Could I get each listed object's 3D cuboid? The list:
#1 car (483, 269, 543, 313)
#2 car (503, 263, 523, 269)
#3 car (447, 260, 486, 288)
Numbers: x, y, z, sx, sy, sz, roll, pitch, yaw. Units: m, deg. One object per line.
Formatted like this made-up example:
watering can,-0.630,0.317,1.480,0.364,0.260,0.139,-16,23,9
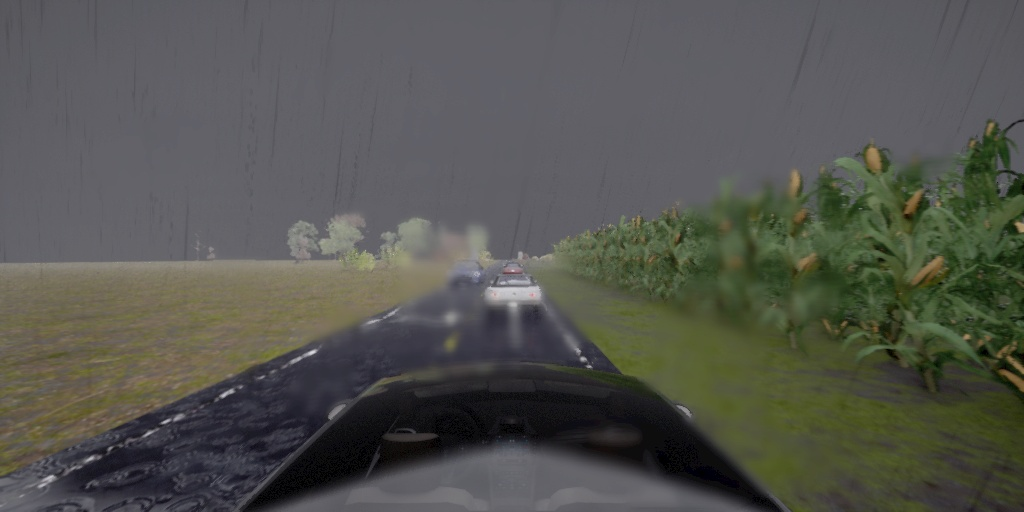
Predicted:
car,0.093,1.347,14.051,1.895,1.301,4.718,0,0,0
car,0.085,1.315,34.607,1.994,1.385,4.181,0,0,0
car,-2.858,1.098,23.365,2.097,1.767,4.553,0,0,0
